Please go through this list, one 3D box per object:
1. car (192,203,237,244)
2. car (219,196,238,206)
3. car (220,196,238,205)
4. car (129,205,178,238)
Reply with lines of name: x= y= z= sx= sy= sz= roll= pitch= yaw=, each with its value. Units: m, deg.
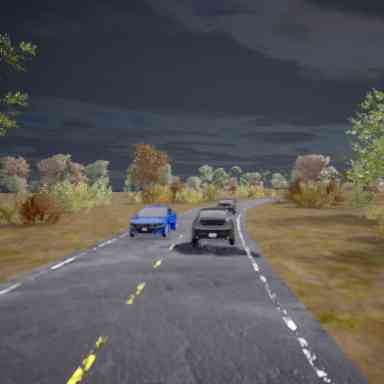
car: x=1.051 y=1.494 z=15.893 sx=1.837 sy=1.490 sz=4.892 roll=0 pitch=0 yaw=5
car: x=3.553 y=1.472 z=33.769 sx=1.837 sy=1.490 sz=4.892 roll=0 pitch=0 yaw=10
car: x=6.687 y=1.460 z=59.235 sx=2.033 sy=1.411 sz=5.357 roll=0 pitch=0 yaw=18
car: x=-1.952 y=1.470 z=17.952 sx=1.882 sy=1.535 sz=5.008 roll=0 pitch=0 yaw=6
